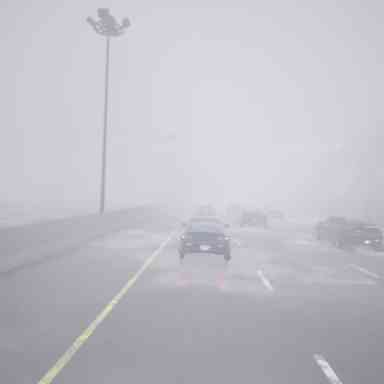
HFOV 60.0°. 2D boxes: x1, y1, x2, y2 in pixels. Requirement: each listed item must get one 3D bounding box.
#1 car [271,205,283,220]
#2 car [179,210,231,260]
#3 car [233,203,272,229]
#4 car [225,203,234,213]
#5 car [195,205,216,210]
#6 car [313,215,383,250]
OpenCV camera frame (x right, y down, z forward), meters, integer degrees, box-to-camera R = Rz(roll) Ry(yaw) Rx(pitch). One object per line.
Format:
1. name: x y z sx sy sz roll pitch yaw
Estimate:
1. car: 8.459 2.167 35.798 1.812 1.442 4.674 2 -1 2
2. car: 0.513 1.678 13.194 1.812 1.442 4.674 2 -1 2
3. car: 4.546 1.890 25.760 1.882 1.535 5.008 2 0 2
4. car: 5.181 2.096 41.140 1.837 1.490 4.892 2 0 2
5. car: 1.280 1.913 31.524 2.033 1.411 5.357 2 -1 2
6. car: 7.677 1.926 16.789 1.837 1.490 4.892 2 -1 2
